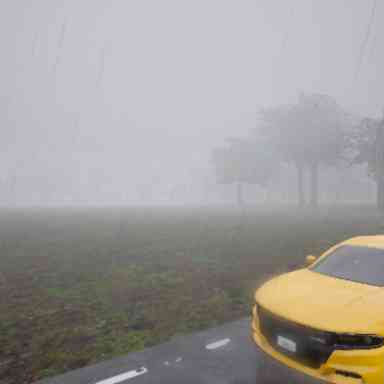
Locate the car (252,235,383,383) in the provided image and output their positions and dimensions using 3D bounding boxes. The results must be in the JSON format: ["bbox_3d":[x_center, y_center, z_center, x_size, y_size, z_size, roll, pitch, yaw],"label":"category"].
[{"bbox_3d":[3.127,1.481,5.300,5.008,1.535,1.882,0,0,-35],"label":"car"}]
